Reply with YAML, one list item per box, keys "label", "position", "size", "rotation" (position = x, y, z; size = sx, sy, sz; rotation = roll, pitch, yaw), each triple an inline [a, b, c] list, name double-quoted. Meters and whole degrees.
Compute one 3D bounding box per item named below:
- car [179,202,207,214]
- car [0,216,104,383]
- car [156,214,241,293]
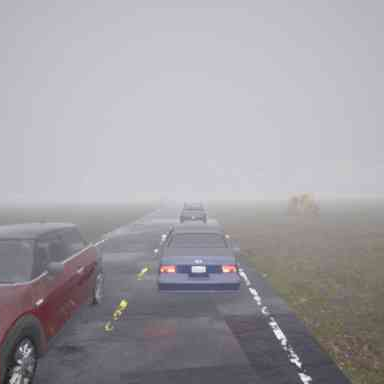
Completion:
- label: "car"
  position: [0.100, 1.497, 24.427]
  size: [2.128, 1.511, 4.902]
  rotation: [0, 0, 0]
- label: "car"
  position: [-2.841, 1.345, 4.962]
  size: [2.097, 1.767, 4.553]
  rotation: [0, 0, 0]
- label: "car"
  position: [0.113, 1.549, 8.962]
  size: [2.033, 1.411, 5.357]
  rotation: [0, 0, 0]
